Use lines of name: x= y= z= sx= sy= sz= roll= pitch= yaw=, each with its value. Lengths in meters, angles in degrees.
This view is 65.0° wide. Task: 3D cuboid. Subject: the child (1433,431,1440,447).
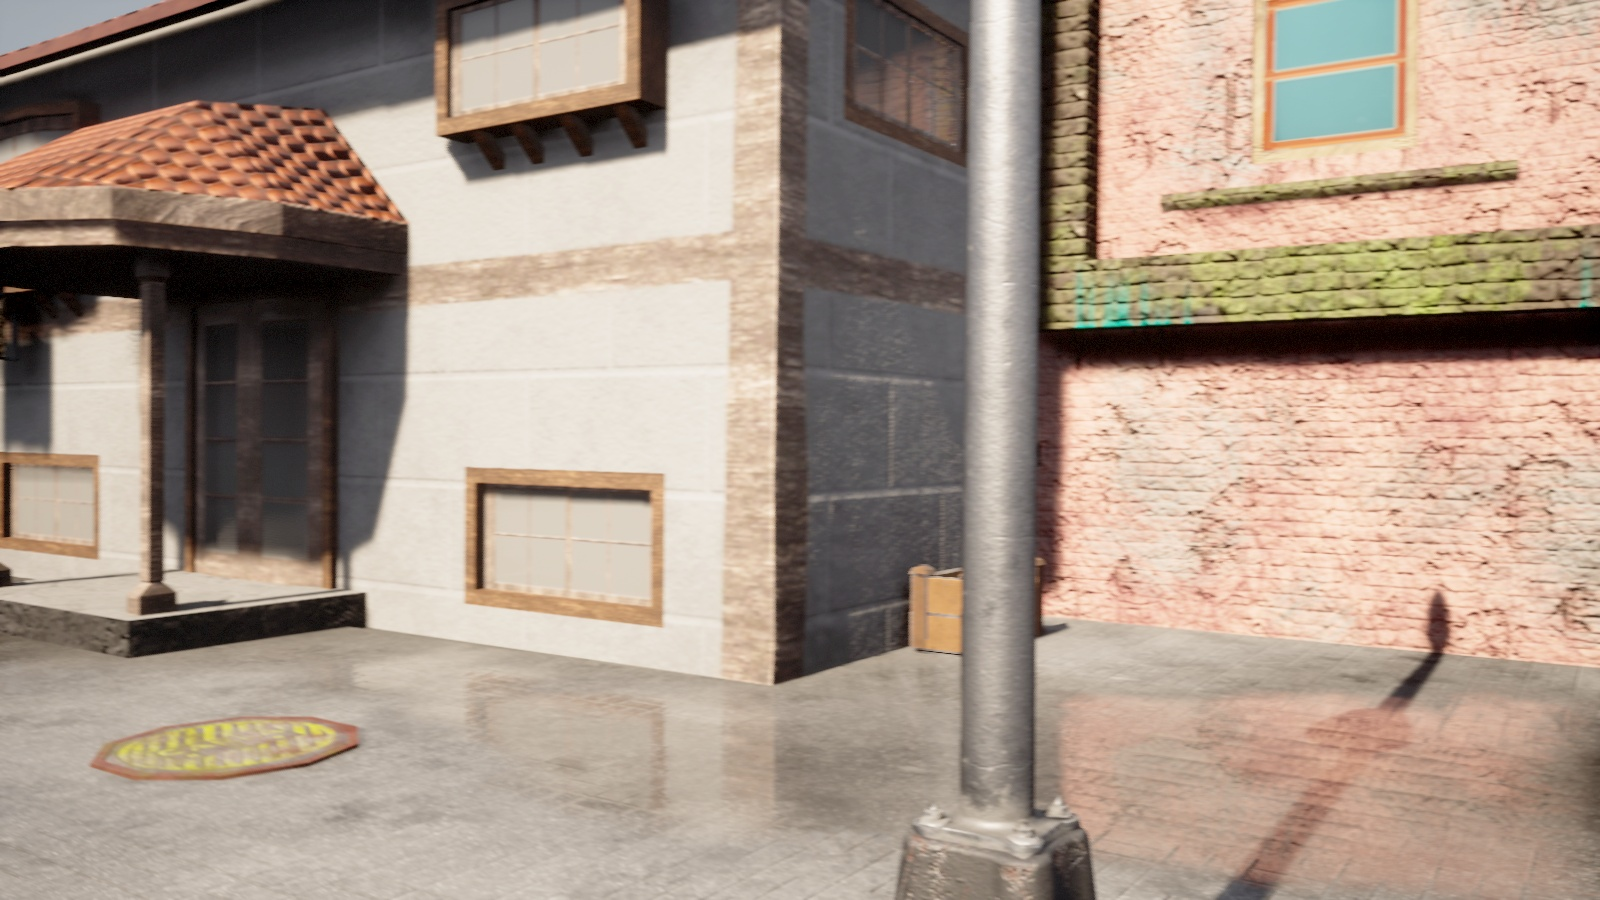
child: x=43.257 y=-0.737 z=85.390 sx=0.394 sy=1.110 sz=0.255 roll=0 pitch=1 yaw=34
